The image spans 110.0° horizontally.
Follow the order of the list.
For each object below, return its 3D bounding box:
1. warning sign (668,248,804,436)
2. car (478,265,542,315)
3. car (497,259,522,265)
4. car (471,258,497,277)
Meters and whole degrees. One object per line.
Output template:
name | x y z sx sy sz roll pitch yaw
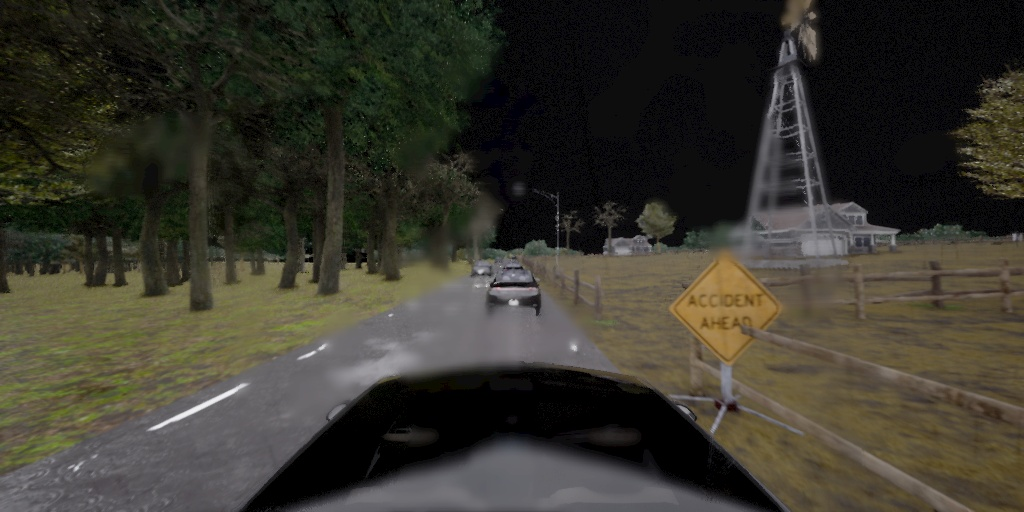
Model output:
warning sign | 2.449 0.871 4.091 1.300 1.860 1.060 0 0 0
car | 0.090 1.258 13.604 2.128 1.511 4.902 0 0 0
car | 0.090 1.256 29.510 2.128 1.511 4.902 0 0 0
car | -2.850 1.248 34.860 2.128 1.511 4.902 0 0 0
